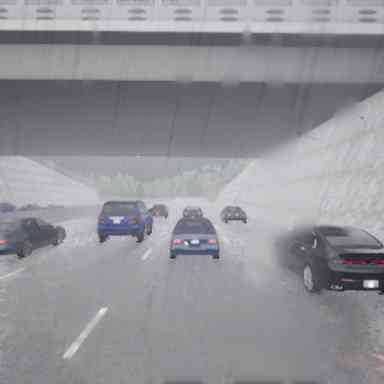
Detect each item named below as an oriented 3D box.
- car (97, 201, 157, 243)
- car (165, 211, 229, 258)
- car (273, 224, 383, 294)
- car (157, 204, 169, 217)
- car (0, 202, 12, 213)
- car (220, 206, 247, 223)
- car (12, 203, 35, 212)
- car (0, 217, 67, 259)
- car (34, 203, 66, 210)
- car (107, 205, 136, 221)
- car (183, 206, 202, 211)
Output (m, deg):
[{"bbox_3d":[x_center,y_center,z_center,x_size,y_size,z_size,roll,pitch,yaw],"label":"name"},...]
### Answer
[{"bbox_3d":[-3.411,1.466,17.795,2.150,2.045,5.566,0,-1,0],"label":"car"},{"bbox_3d":[0.092,1.733,13.518,2.033,1.411,5.357,0,-1,0],"label":"car"},{"bbox_3d":[3.594,1.630,9.101,1.837,1.490,4.892,0,-1,0],"label":"car"},{"bbox_3d":[-3.438,2.012,35.600,1.812,1.442,4.674,0,-1,0],"label":"car"},{"bbox_3d":[-24.617,2.066,42.993,1.882,1.535,5.008,0,-1,0],"label":"car"},{"bbox_3d":[3.582,1.946,29.146,2.033,1.411,5.357,0,-1,0],"label":"car"},{"bbox_3d":[-21.120,2.161,43.559,1.994,1.385,4.181,0,-1,0],"label":"car"},{"bbox_3d":[-6.908,1.733,13.472,2.033,1.411,5.357,0,-1,0],"label":"car"},{"bbox_3d":[-17.623,2.177,42.106,1.895,1.301,4.718,0,-1,0],"label":"car"},{"bbox_3d":[-6.922,2.053,33.037,1.895,1.301,4.718,0,-1,0],"label":"car"},{"bbox_3d":[0.079,2.052,33.042,1.895,1.301,4.718,0,-1,0],"label":"car"}]
